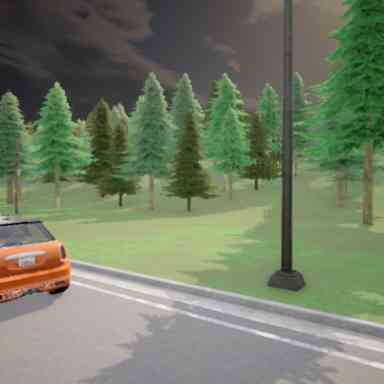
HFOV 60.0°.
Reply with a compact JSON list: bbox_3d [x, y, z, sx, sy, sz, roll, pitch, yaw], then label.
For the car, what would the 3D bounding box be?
[{"bbox_3d":[-4.777,1.290,7.379,4.553,1.767,2.097,1,0,35],"label":"car"}]
